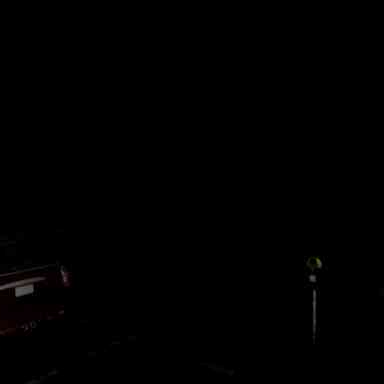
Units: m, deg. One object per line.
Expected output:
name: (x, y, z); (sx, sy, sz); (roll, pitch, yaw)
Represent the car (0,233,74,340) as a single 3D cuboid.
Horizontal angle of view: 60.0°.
car: (-3.996, 1.444, 5.928); (4.097, 1.590, 1.967); (0, 0, 36)
